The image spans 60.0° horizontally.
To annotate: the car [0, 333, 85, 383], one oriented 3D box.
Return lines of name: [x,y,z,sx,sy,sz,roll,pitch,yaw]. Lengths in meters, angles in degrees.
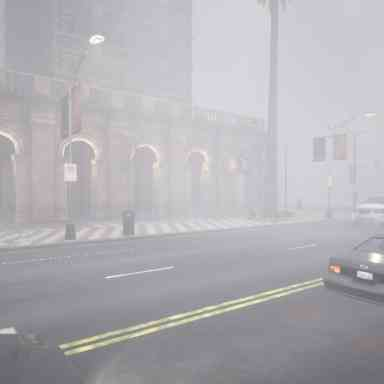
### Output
car: [-3.179,1.547,1.473,5.357,1.411,2.033,0,0,-36]

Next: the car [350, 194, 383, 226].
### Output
car: [12.531,1.134,21.500,5.566,2.045,2.150,0,0,-36]

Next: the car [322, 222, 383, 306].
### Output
car: [5.156,1.547,7.451,5.357,1.411,2.033,0,0,-35]
